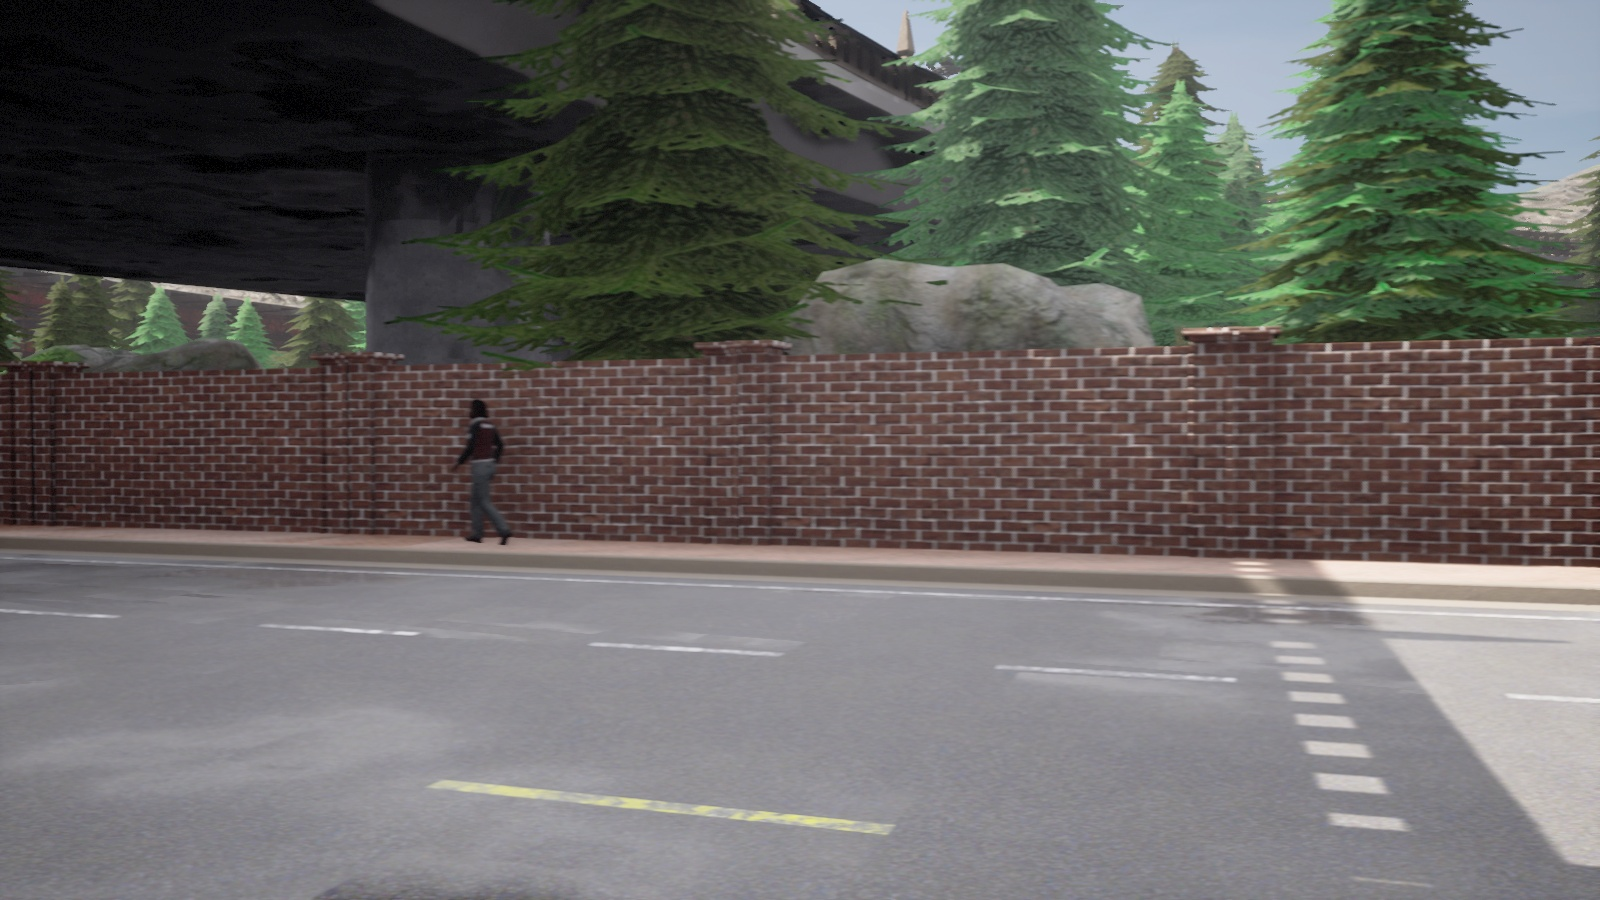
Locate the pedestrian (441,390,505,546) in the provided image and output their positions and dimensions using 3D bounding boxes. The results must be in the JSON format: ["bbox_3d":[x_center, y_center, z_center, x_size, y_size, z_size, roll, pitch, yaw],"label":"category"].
[{"bbox_3d":[-4.112,0.217,15.789,0.666,1.930,0.402,0,1,17],"label":"pedestrian"}]
